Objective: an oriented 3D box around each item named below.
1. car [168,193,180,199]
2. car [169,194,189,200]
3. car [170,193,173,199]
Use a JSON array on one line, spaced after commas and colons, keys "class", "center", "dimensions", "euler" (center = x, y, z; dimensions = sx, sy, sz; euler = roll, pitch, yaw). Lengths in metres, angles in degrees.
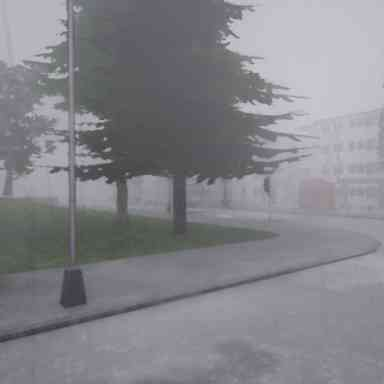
[{"class": "car", "center": [-4.651, 0.950, 87.164], "dimensions": [1.845, 1.501, 3.633], "euler": [-1, 0, -24]}, {"class": "car", "center": [-3.296, 1.196, 84.693], "dimensions": [4.974, 1.542, 2.038], "euler": [-1, 0, -6]}, {"class": "car", "center": [-3.349, 1.039, 84.687], "dimensions": [4.536, 1.218, 1.853], "euler": [-1, 0, -6]}]
